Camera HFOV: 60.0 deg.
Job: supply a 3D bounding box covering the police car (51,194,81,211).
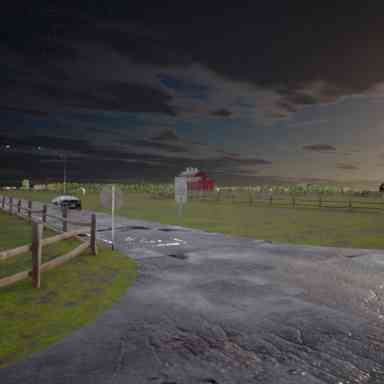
[{"bbox_3d":[-12.756,1.028,33.500,1.930,1.638,5.238,1,0,-36],"label":"police car"}]
